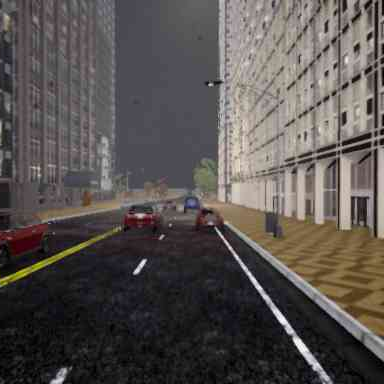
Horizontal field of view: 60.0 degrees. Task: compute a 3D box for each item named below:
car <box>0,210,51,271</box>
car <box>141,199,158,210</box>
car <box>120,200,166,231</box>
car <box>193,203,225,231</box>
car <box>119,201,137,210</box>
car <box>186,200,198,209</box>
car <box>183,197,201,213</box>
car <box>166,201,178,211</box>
[{"bbox_3d":[-6.600,1.457,11.172,2.097,1.767,4.553,0,-1,0],"label":"car"},{"bbox_3d":[-6.580,1.959,51.965,2.128,1.511,4.902,0,0,0],"label":"car"},{"bbox_3d":[-3.154,1.559,22.408,2.097,1.767,4.553,0,-1,0],"label":"car"},{"bbox_3d":[1.136,1.734,22.350,1.812,1.442,4.674,0,-1,0],"label":"car"},{"bbox_3d":[-9.829,2.065,51.405,1.895,1.301,4.718,0,0,0],"label":"car"},{"bbox_3d":[-0.004,2.034,56.550,1.812,1.442,4.674,0,0,0],"label":"car"},{"bbox_3d":[0.025,1.621,43.644,2.150,2.045,5.566,0,0,0],"label":"car"},{"bbox_3d":[-3.154,1.959,47.792,1.812,1.442,4.674,0,-1,0],"label":"car"}]
